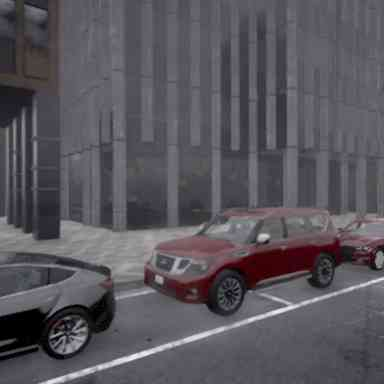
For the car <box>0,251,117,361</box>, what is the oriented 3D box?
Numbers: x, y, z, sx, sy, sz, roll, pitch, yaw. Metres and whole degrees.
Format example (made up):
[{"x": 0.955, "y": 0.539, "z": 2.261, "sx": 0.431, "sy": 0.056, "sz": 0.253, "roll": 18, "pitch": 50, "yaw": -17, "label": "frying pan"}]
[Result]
[{"x": -3.148, "y": 1.566, "z": 4.406, "sx": 4.313, "sy": 1.339, "sz": 1.947, "roll": 0, "pitch": 0, "yaw": -36, "label": "car"}]

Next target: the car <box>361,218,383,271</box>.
[{"x": 6.029, "y": 1.550, "z": 10.954, "sx": 4.507, "sy": 1.381, "sz": 1.887, "roll": 0, "pitch": 0, "yaw": -36, "label": "car"}]

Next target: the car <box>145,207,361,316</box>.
[{"x": 1.440, "y": 1.317, "z": 7.681, "sx": 5.009, "sy": 1.841, "sz": 2.192, "roll": 0, "pitch": 0, "yaw": -36, "label": "car"}]
